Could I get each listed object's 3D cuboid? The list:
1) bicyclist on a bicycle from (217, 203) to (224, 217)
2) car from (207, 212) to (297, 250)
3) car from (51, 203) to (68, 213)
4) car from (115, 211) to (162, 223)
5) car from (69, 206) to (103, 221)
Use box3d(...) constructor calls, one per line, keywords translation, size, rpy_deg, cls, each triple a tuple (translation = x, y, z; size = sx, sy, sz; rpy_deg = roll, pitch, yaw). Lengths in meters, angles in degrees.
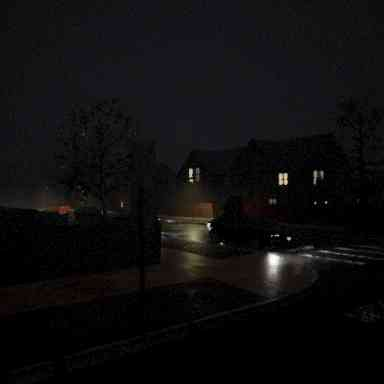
box3d(translation=(2.522, 1.656, 26.096), size=(1.656, 1.620, 0.582), rpy_deg=(-1, 0, -35), cls="bicyclist on a bicycle")
box3d(translation=(2.654, 1.750, 15.794), size=(1.837, 1.490, 4.892), rpy_deg=(-1, -1, -34), cls="car")
box3d(translation=(-22.122, 2.664, 55.701), size=(2.097, 1.767, 4.553), rpy_deg=(-1, -1, -36), cls="car")
box3d(translation=(-4.168, 2.125, 25.416), size=(1.895, 1.301, 4.718), rpy_deg=(-1, -1, -36), cls="car")
box3d(translation=(-10.886, 2.277, 34.854), size=(1.882, 1.535, 5.008), rpy_deg=(-1, -1, -35), cls="car")
